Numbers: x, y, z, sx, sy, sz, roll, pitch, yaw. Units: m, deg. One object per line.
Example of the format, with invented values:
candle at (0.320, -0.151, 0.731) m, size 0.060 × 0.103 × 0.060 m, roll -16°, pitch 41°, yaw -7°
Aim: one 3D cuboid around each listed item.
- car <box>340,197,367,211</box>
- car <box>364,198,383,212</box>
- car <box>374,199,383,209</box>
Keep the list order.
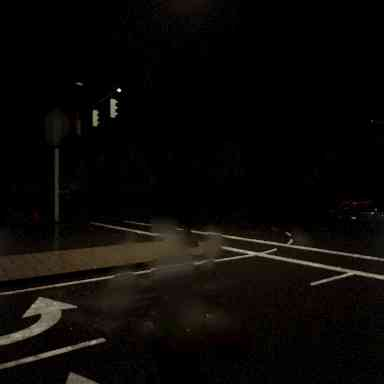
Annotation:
car at (20.402, 1.410, 41.413) m, size 4.553 × 1.767 × 2.097 m, roll 0°, pitch 0°, yaw -36°
car at (22.815, 1.606, 38.881) m, size 5.357 × 1.411 × 2.033 m, roll 0°, pitch 0°, yaw -35°
car at (27.416, 1.634, 46.443) m, size 4.181 × 1.385 × 1.994 m, roll 0°, pitch 0°, yaw -36°
